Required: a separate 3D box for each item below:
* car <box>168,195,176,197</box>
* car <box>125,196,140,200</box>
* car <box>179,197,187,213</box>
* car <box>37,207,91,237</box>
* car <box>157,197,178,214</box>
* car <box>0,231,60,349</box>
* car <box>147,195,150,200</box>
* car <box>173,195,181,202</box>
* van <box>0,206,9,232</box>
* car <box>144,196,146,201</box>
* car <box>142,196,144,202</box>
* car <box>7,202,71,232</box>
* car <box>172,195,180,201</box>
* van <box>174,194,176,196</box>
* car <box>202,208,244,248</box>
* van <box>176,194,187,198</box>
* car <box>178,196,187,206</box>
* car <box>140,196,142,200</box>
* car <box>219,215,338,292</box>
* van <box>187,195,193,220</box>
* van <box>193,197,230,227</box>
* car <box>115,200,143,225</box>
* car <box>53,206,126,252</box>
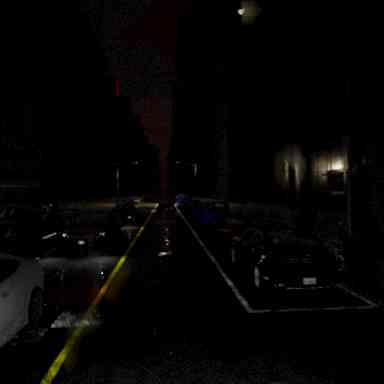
[{"bbox_3d":[-3.673,1.589,46.528,2.033,1.411,5.357,-1,0,-5],"label":"car"},{"bbox_3d":[-10.014,1.656,53.335,2.008,1.369,4.403,-1,0,-5],"label":"car"},{"bbox_3d":[-0.143,1.585,37.048,1.802,1.307,4.206,-1,0,-5],"label":"car"},{"bbox_3d":[-7.265,1.647,19.382,1.802,1.307,4.206,-1,0,-5],"label":"car"},{"bbox_3d":[-2.750,1.553,35.651,1.812,1.442,4.674,-1,0,-4],"label":"car"},{"bbox_3d":[-3.355,1.556,4.176,1.812,1.442,4.674,-1,0,-5],"label":"car"},{"bbox_3d":[-12.761,1.697,87.288,1.887,1.381,4.507,-1,0,-5],"label":"car"},{"bbox_3d":[-3.821,1.589,82.490,1.752,1.417,4.829,-1,0,-5],"label":"car"},{"bbox_3d":[-6.352,1.399,8.064,1.690,1.788,3.998,-1,0,-5],"label":"van"},{"bbox_3d":[-11.387,1.694,70.312,1.947,1.339,4.313,-1,0,-5],"label":"car"},{"bbox_3d":[-10.916,1.646,64.483,1.752,1.417,4.829,-1,0,-5],"label":"car"},{"bbox_3d":[-6.810,1.377,13.723,2.192,1.841,5.009,-1,0,-5],"label":"car"},{"bbox_3d":[-4.266,1.512,87.980,1.967,1.590,4.097,-1,0,-5],"label":"car"},{"bbox_3d":[-1.519,1.366,54.026,1.690,1.788,3.998,-1,0,-5],"label":"van"},{"bbox_3d":[1.690,1.563,14.412,1.802,1.307,4.206,-1,0,-5],"label":"car"},{"bbox_3d":[-1.061,1.359,48.366,1.690,1.788,3.998,-1,0,-5],"label":"van"},{"bbox_3d":[-0.601,1.592,42.707,1.802,1.307,4.206,-1,0,-5],"label":"car"},{"bbox_3d":[-10.472,1.553,58.994,1.967,1.590,4.097,-1,0,-5],"label":"car"},{"bbox_3d":[2.147,1.529,8.753,2.008,1.369,4.403,-1,0,-5],"label":"car"},{"bbox_3d":[0.771,1.331,25.730,1.690,1.788,3.998,-1,0,-5],"label":"van"},{"bbox_3d":[1.229,1.326,20.072,1.690,1.788,3.998,-1,0,-5],"label":"van"},{"bbox_3d":[-5.025,1.592,24.780,2.033,1.411,5.357,-1,0,-5],"label":"car"},{"bbox_3d":[-4.192,1.563,14.398,1.812,1.442,4.674,-1,0,-4],"label":"car"}]
